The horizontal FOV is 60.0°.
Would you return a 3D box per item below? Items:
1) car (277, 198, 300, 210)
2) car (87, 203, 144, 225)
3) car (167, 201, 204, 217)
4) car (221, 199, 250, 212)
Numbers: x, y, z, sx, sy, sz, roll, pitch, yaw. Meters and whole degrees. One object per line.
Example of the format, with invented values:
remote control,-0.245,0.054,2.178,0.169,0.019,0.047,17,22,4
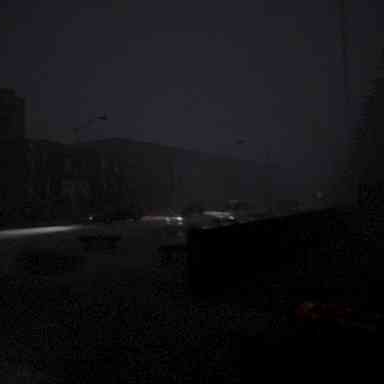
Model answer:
car,13.202,1.608,45.484,2.128,1.511,4.902,-1,0,36
car,-5.886,1.639,26.058,2.128,1.511,4.902,-1,0,36
car,-0.511,1.673,33.551,1.812,1.442,4.674,-1,0,36
car,5.488,1.625,41.888,1.882,1.535,5.008,-1,0,36
